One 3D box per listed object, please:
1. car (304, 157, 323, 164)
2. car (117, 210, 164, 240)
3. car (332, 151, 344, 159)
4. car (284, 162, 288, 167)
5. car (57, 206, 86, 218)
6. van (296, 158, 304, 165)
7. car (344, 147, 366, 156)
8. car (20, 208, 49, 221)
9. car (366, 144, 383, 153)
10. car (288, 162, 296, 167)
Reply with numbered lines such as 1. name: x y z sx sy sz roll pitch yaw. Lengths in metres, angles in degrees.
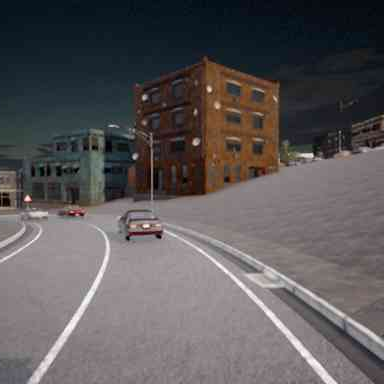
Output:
1. car: 22.761 -5.454 60.566 2.231 1.521 4.892 0 1 0
2. car: -2.873 1.656 17.819 2.033 1.411 5.357 -1 -1 -18
3. car: 22.674 -5.325 49.550 2.185 1.767 4.553 0 1 0
4. car: 22.892 -6.052 77.085 2.435 2.045 5.566 0 1 0
5. car: -14.033 2.304 38.404 1.895 1.301 4.718 -2 -1 -39
6. van: 22.804 -5.799 65.957 1.878 1.987 4.442 0 1 0
7. car: 22.631 -5.191 44.031 2.185 1.767 4.553 0 1 0
8. car: -17.410 2.427 36.709 1.895 1.301 4.718 -2 -1 -40
9. car: 22.586 -4.884 38.360 2.002 1.452 4.674 0 1 0
10. car: 22.850 -5.652 71.604 2.002 1.452 4.674 0 1 0
